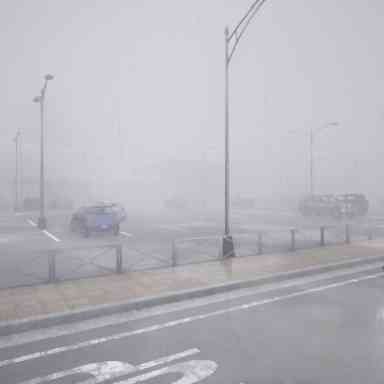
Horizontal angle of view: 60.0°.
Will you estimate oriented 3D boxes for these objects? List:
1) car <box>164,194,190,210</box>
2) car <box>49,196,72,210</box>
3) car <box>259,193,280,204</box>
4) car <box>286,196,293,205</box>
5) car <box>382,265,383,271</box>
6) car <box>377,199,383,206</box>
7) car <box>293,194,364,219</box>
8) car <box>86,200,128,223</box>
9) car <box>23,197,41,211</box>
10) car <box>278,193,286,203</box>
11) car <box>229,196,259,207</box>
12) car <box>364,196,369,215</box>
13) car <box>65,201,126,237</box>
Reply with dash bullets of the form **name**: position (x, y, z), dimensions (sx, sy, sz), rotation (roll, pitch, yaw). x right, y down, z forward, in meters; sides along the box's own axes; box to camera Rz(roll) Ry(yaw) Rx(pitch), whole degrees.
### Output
- **car**: position (-2.002, 1.334, 40.572), dimensions (1.845, 1.501, 3.633), rotation (0, 0, -32)
- **car**: position (-16.113, 1.345, 40.870), dimensions (2.152, 1.636, 5.027), rotation (0, 0, -32)
- **car**: position (12.999, 1.375, 58.927), dimensions (1.970, 1.475, 3.806), rotation (0, 0, -32)
- **car**: position (17.490, 1.112, 51.735), dimensions (1.932, 1.855, 4.605), rotation (0, 0, -32)
- **car**: position (6.768, 1.601, 8.139), dimensions (4.718, 1.301, 1.895), rotation (0, 0, -32)
- **car**: position (28.658, 1.312, 46.869), dimensions (2.007, 1.523, 4.514), rotation (0, 0, -32)
- **car**: position (10.823, 1.112, 26.692), dimensions (1.932, 1.855, 4.605), rotation (0, 0, -32)
- **car**: position (-6.423, 1.399, 24.916), dimensions (1.970, 1.475, 3.806), rotation (0, 0, -32)
- **car**: position (-18.754, 1.354, 39.176), dimensions (2.007, 1.523, 4.514), rotation (0, 0, -32)
- **car**: position (16.149, 1.091, 60.155), dimensions (1.905, 1.878, 3.866), rotation (0, 0, -32)
- **car**: position (6.520, 1.313, 45.790), dimensions (2.007, 1.523, 4.514), rotation (0, 0, -32)
- **car**: position (13.078, 1.092, 28.570), dimensions (1.905, 1.878, 3.866), rotation (0, 0, -32)
- **car**: position (-5.056, 1.389, 17.037), dimensions (1.845, 1.501, 3.633), rotation (0, 0, -32)
